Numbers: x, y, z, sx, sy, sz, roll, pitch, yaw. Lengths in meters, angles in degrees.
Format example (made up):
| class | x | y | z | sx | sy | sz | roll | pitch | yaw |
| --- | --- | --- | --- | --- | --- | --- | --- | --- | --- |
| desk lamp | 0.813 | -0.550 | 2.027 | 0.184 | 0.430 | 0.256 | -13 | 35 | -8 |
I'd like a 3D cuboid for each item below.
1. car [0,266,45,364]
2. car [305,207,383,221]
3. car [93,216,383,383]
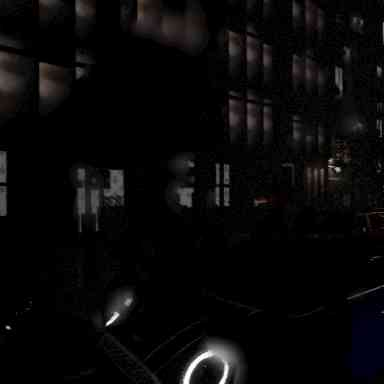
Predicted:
| class | x | y | z | sx | sy | sz | roll | pitch | yaw |
| --- | --- | --- | --- | --- | --- | --- | --- | --- | --- |
| car | -4.040 | 1.558 | 3.845 | 4.313 | 1.339 | 1.947 | 1 | -1 | -36 |
| car | 4.383 | 1.397 | 9.850 | 5.009 | 1.841 | 2.192 | 1 | -1 | -36 |
| car | 1.164 | 1.382 | 4.213 | 4.553 | 1.767 | 2.097 | 1 | 0 | -36 |
